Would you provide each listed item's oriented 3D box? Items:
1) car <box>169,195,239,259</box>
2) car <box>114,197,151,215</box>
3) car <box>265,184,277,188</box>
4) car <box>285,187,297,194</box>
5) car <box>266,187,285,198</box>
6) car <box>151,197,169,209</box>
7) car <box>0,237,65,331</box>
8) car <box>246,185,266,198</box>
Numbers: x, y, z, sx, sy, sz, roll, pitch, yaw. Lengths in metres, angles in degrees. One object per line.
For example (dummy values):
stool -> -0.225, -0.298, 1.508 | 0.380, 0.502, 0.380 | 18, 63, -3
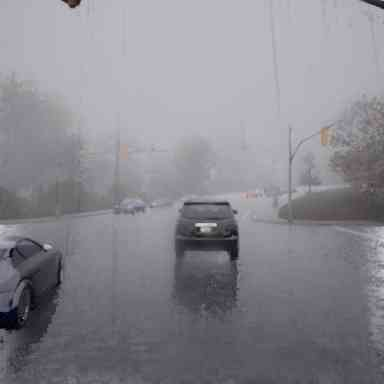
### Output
car -> 0.626, 1.288, 12.999 | 2.150, 2.045, 5.566 | 0, 0, 4
car -> -6.554, 1.477, 35.882 | 2.097, 1.767, 4.553 | 0, 0, 14
car -> 17.454, -0.662, 72.693 | 2.150, 2.045, 5.566 | 0, 3, 36
car -> 21.078, -0.374, 71.772 | 2.033, 1.411, 5.357 | 0, 3, 36
car -> 15.604, 0.352, 63.229 | 1.895, 1.301, 4.718 | 0, 3, 31
car -> -4.052, 1.460, 44.739 | 2.128, 1.511, 4.902 | 0, 1, 18
car -> -3.961, 1.596, 6.783 | 1.994, 1.385, 4.181 | 0, 0, -10
car -> 12.013, 0.174, 64.002 | 2.097, 1.767, 4.553 | 0, 3, 31
